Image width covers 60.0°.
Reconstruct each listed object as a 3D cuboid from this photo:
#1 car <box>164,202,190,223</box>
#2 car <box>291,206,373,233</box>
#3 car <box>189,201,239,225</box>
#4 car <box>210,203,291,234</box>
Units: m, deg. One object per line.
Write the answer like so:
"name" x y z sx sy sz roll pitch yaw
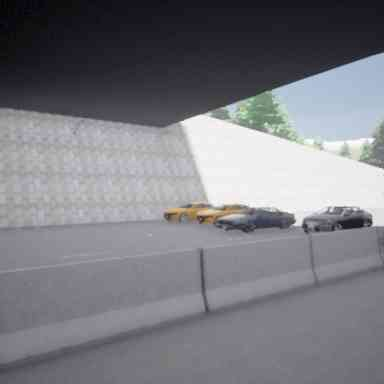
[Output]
"car" 0.202 1.494 25.625 5.008 1.535 1.882 0 0 -35
"car" 8.049 1.510 18.323 4.902 1.511 2.128 0 0 -35
"car" 2.571 1.494 23.015 5.008 1.535 1.882 0 0 -35
"car" 3.936 1.563 19.692 5.357 1.411 2.033 0 0 -35
